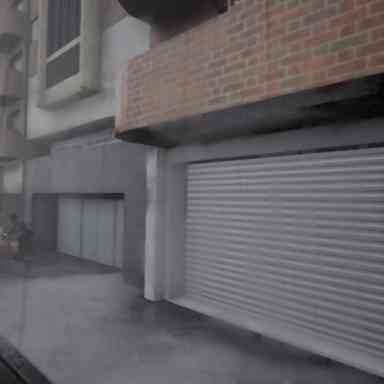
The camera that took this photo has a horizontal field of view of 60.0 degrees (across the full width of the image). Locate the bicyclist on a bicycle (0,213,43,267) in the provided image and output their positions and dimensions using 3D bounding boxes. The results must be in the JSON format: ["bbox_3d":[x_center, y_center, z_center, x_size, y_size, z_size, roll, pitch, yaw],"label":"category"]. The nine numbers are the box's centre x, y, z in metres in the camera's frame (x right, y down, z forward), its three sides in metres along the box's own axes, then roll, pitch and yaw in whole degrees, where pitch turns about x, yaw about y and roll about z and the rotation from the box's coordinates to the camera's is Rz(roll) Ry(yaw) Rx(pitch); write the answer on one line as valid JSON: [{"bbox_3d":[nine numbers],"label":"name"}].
[{"bbox_3d":[-5.430,1.490,10.326,0.582,1.620,1.656,0,-3,44],"label":"bicyclist on a bicycle"}]
